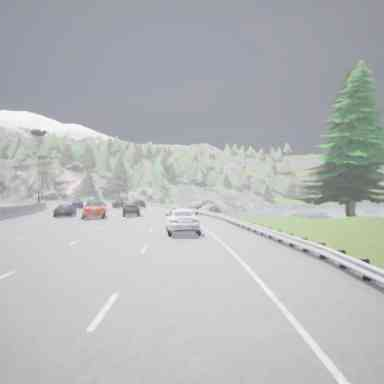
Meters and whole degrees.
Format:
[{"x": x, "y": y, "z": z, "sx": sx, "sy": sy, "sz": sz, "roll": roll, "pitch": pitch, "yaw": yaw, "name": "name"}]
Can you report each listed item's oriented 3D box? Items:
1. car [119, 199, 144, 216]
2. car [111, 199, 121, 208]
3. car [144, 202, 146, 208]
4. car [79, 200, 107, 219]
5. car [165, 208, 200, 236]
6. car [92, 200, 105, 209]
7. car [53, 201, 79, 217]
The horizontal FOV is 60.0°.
[{"x": -6.890, "y": 1.855, "z": 37.451, "sx": 2.128, "sy": 1.511, "sz": 4.902, "roll": 0, "pitch": -1, "yaw": -12, "name": "car"}, {"x": -13.207, "y": 1.947, "z": 59.265, "sx": 2.097, "sy": 1.767, "sz": 4.553, "roll": 0, "pitch": 0, "yaw": -20, "name": "car"}, {"x": -9.618, "y": 2.075, "z": 59.645, "sx": 1.837, "sy": 1.490, "sz": 4.892, "roll": 0, "pitch": -1, "yaw": -20, "name": "car"}, {"x": -9.694, "y": 1.704, "z": 33.452, "sx": 2.097, "sy": 1.767, "sz": 4.553, "roll": 0, "pitch": 0, "yaw": -11, "name": "car"}, {"x": -0.606, "y": 1.696, "z": 19.638, "sx": 1.812, "sy": 1.442, "sz": 4.674, "roll": 0, "pitch": -1, "yaw": -6, "name": "car"}, {"x": -16.293, "y": 2.168, "z": 57.831, "sx": 1.994, "sy": 1.385, "sz": 4.181, "roll": 0, "pitch": -1, "yaw": -20, "name": "car"}, {"x": -13.876, "y": 1.972, "z": 36.536, "sx": 1.994, "sy": 1.385, "sz": 4.181, "roll": 0, "pitch": 0, "yaw": -12, "name": "car"}]
